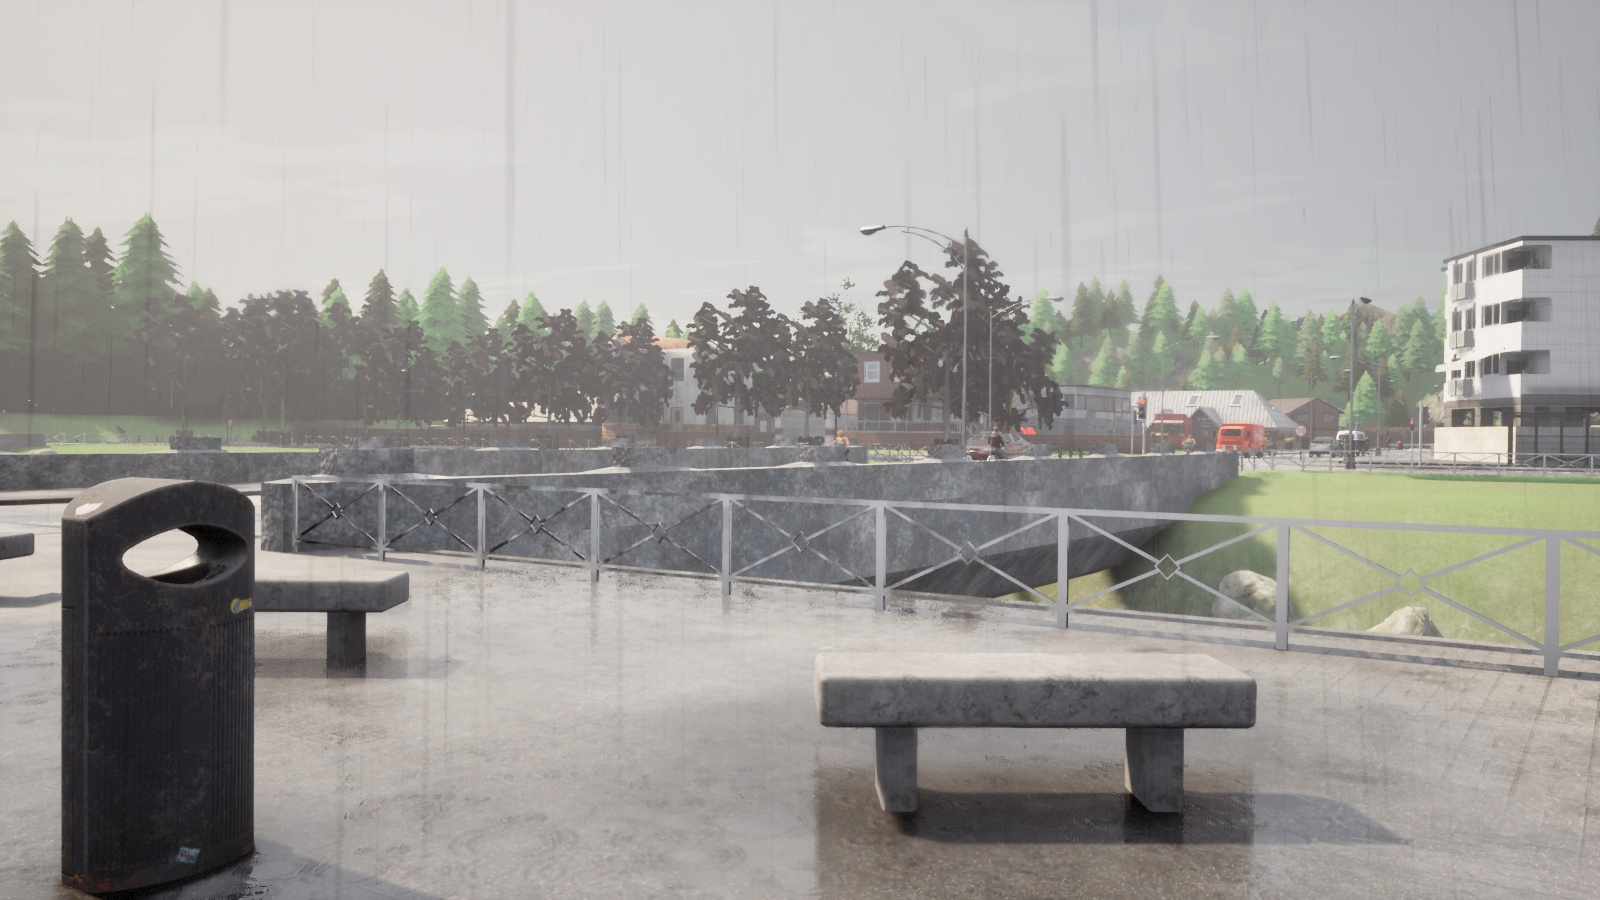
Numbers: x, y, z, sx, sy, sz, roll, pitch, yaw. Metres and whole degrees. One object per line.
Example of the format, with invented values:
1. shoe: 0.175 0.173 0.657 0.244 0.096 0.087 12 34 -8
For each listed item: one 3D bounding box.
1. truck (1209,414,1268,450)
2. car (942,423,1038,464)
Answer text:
1. truck: 30.695 -1.219 87.793 2.627 2.467 5.204 0 0 34
2. car: 8.233 -0.302 54.032 2.152 1.651 5.027 0 1 34
